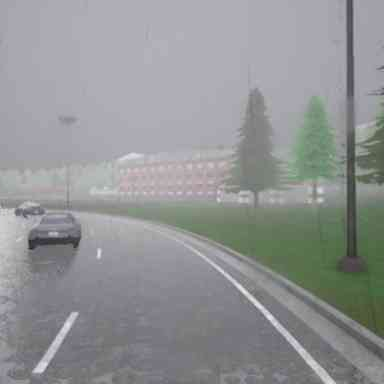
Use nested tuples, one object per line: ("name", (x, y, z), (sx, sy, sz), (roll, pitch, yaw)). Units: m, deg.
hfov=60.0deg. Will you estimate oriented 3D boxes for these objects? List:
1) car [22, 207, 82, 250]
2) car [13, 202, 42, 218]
("car", (-6.007, 1.602, 14.863), (1.994, 1.385, 4.181), (0, 0, -18))
("car", (-15.205, 1.628, 31.184), (1.812, 1.442, 4.674), (0, 0, -39))
